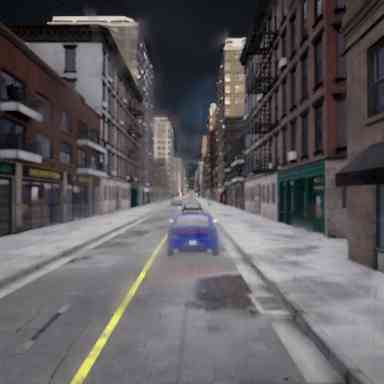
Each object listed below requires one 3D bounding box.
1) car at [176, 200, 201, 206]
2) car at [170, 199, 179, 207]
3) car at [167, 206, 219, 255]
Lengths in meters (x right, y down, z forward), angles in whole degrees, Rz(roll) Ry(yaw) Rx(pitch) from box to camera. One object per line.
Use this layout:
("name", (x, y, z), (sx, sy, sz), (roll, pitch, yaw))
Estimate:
("car", (0.041, 1.663, 27.532), (2.128, 1.511, 4.902), (0, 0, 0))
("car", (-2.802, 1.943, 58.892), (1.994, 1.385, 4.181), (0, 0, 1))
("car", (0.052, 1.563, 13.707), (1.882, 1.535, 5.008), (0, 0, 0))
